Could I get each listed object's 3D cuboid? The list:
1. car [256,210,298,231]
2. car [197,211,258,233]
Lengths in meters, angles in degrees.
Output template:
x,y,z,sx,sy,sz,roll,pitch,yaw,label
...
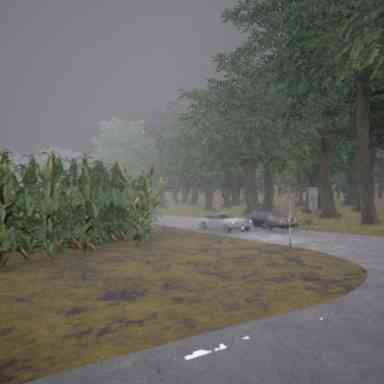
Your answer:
x,y,z,sx,sy,sz,roll,pitch,yaw,label
5.344,2.039,24.782,2.033,1.411,5.357,-1,-1,-30,car
2.298,2.138,24.029,1.895,1.301,4.718,-1,-1,-29,car
